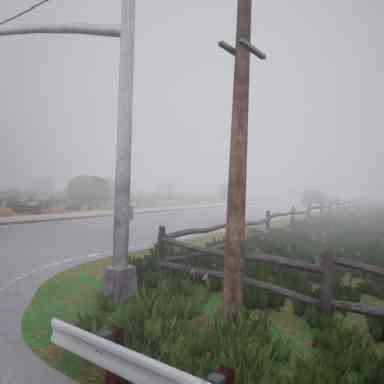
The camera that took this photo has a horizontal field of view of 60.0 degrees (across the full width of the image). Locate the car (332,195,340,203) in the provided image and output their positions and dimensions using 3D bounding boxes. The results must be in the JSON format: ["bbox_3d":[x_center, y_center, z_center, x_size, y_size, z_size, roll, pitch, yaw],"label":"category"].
[{"bbox_3d":[21.205,1.138,50.699,1.994,1.385,4.181,3,2,33],"label":"car"}]

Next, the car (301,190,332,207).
[{"bbox_3d":[15.452,0.815,41.802,2.150,2.045,5.566,3,2,34],"label":"car"}]

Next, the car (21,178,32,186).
[{"bbox_3d":[-39.133,-2.296,79.213,1.905,1.878,3.866,8,2,-13],"label":"car"}]
